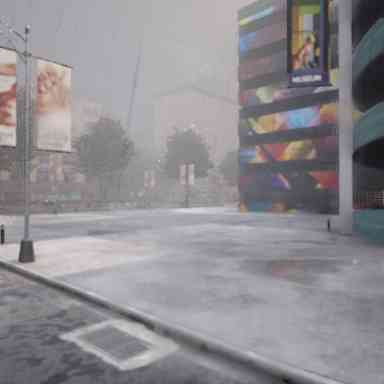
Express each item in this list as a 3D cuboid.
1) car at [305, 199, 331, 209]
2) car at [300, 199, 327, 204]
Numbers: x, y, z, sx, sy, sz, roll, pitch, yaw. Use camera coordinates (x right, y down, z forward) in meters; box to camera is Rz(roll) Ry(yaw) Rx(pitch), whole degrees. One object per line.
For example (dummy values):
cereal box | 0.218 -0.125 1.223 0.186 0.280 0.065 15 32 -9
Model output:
car | 19.377 1.794 51.036 2.161 1.482 4.786 0 -1 42
car | 14.164 1.614 39.265 2.002 1.452 4.674 0 -1 42
